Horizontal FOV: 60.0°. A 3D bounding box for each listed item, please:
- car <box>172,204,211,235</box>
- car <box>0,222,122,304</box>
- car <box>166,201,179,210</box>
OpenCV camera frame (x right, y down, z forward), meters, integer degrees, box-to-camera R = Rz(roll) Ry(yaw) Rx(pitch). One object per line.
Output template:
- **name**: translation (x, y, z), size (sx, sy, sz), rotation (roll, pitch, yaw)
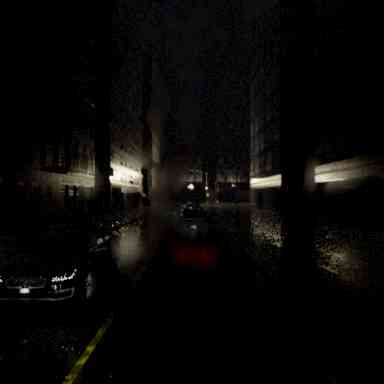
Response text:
- **car**: translation (0.119, 1.711, 20.366), size (2.128, 1.511, 4.902), rotation (0, -1, 0)
- **car**: translation (-3.092, 1.599, 8.577), size (1.837, 1.490, 4.892), rotation (0, -1, 0)
- **car**: translation (-3.012, 2.134, 52.886), size (1.994, 1.385, 4.181), rotation (0, -1, 0)
